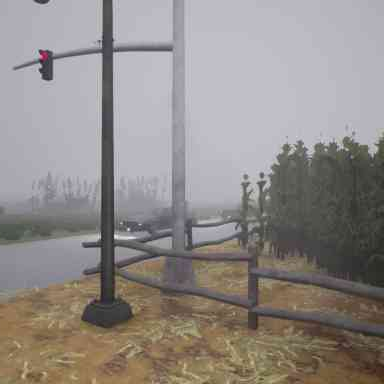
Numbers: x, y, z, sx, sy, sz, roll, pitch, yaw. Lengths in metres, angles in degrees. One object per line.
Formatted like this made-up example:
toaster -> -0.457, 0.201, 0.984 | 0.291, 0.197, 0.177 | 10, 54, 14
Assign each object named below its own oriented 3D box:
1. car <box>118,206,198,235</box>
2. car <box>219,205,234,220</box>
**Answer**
car -> -1.747, 1.547, 19.355 | 2.033, 1.411, 5.357 | 0, 0, 35
car -> 4.188, 1.601, 27.761 | 1.895, 1.301, 4.718 | 0, 0, 36
